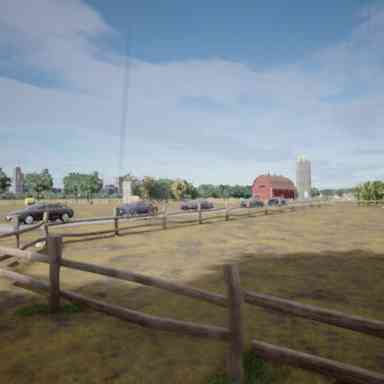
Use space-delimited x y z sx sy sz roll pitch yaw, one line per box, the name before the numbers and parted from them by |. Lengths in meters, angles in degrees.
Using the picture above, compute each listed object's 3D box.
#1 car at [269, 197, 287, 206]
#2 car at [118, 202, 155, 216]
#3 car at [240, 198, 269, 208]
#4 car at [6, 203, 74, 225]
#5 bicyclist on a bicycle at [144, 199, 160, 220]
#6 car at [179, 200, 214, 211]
car | 14.575 1.602 56.669 1.837 1.490 4.892 -2 -2 35
car | -5.601 1.662 33.179 1.994 1.385 4.181 -2 -1 35
car | 8.874 1.597 48.553 2.033 1.411 5.357 -2 -1 36
car | -11.339 1.590 25.100 1.837 1.490 4.892 -2 -1 35
bicyclist on a bicycle | -3.160 1.410 26.296 1.656 1.620 0.582 0 0 35
car | 0.673 1.660 41.999 2.033 1.411 5.357 -2 -1 36
